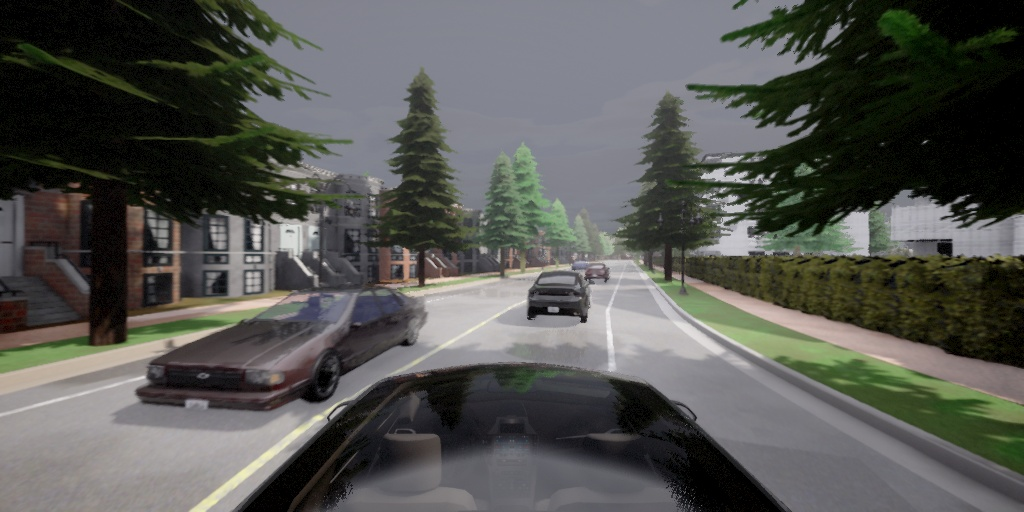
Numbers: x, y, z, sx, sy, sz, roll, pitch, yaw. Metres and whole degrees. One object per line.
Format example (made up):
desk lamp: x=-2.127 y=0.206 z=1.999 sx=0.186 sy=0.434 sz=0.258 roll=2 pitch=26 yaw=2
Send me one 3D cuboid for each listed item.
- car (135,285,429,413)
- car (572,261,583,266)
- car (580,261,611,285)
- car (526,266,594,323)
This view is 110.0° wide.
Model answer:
car: x=-3.204 y=1.274 z=6.636 sx=2.033 sy=1.411 sz=5.357 roll=0 pitch=0 yaw=7
car: x=9.095 y=1.341 z=47.960 sx=1.812 sy=1.442 sz=4.674 roll=0 pitch=0 yaw=18
car: x=7.082 y=1.327 z=29.814 sx=1.812 sy=1.442 sz=4.674 roll=0 pitch=0 yaw=18
car: x=1.755 y=1.268 z=12.449 sx=1.837 sy=1.490 sz=4.892 roll=0 pitch=0 yaw=14
